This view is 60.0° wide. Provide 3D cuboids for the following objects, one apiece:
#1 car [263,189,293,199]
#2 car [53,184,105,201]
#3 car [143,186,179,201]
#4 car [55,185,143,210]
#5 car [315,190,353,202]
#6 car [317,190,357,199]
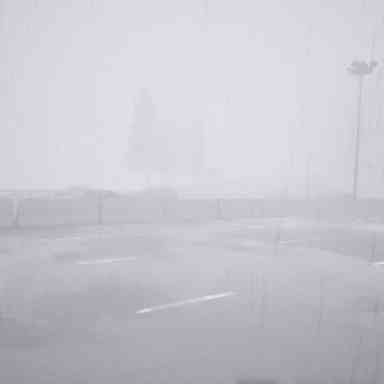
[{"bbox_3d":[11.657,0.311,44.959,4.181,1.385,1.994,1,2,-30],"label":"car"},{"bbox_3d":[-10.411,0.019,30.695,4.181,1.385,1.994,1,3,-33],"label":"car"},{"bbox_3d":[-3.558,0.203,31.002,4.892,1.490,1.837,1,3,-33],"label":"car"},{"bbox_3d":[-6.175,0.522,20.934,5.357,1.411,2.033,1,3,-33],"label":"car"},{"bbox_3d":[19.160,0.531,44.973,4.892,1.490,1.837,2,2,-24],"label":"car"},{"bbox_3d":[15.419,0.787,34.850,4.674,1.442,1.812,1,2,-31],"label":"car"}]
